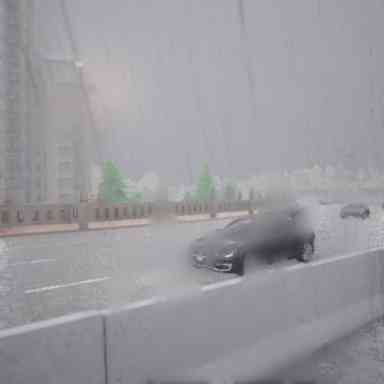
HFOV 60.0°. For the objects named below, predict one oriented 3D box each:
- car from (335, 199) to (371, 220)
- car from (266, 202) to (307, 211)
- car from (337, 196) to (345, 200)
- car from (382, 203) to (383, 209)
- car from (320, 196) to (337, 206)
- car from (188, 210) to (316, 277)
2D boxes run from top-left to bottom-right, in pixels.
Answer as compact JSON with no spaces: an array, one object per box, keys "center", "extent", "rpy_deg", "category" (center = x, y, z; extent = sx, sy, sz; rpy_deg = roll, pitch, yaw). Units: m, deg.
[{"center":[14.356,1.627,29.034],"extent":[2.033,1.411,5.357],"rpy_deg":[0,0,35],"category":"car"},{"center":[7.253,1.559,25.586],"extent":[1.882,1.535,5.008],"rpy_deg":[0,0,39],"category":"car"},{"center":[29.732,1.661,67.486],"extent":[2.097,1.767,4.553],"rpy_deg":[-1,0,11],"category":"car"},{"center":[26.877,1.750,44.551],"extent":[1.895,1.301,4.718],"rpy_deg":[-1,-1,23],"category":"car"},{"center":[25.375,1.803,62.811],"extent":[1.882,1.535,5.008],"rpy_deg":[0,0,14],"category":"car"},{"center":[2.042,1.530,10.367],"extent":[4.892,1.490,1.837],"rpy_deg":[0,0,-42],"category":"car"}]
